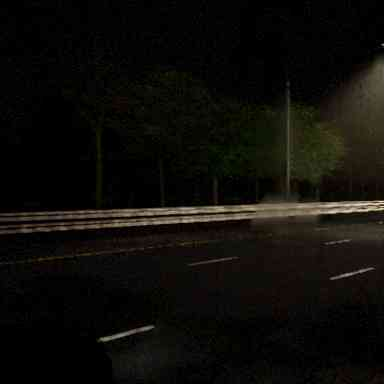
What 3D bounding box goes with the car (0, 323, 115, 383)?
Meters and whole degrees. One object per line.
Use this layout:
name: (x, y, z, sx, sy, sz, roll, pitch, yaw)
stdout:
car: (-2.752, 1.525, 1.904, 4.674, 1.442, 1.812, 0, 0, -36)
